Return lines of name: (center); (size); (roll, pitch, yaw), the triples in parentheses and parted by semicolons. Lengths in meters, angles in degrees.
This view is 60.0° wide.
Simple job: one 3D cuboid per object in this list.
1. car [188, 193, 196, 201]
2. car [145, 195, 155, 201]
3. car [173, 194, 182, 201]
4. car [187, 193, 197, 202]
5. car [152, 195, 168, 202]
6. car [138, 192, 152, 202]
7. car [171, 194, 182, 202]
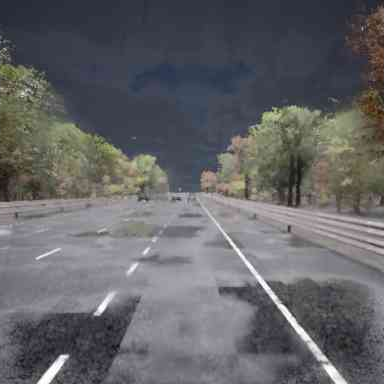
car: (0.001, 1.166, 83.286); (2.150, 2.045, 5.566); (0, 0, 0)
car: (-10.499, 1.464, 83.255); (1.812, 1.442, 4.674); (0, 0, 0)
car: (-3.499, 1.295, 83.225); (2.097, 1.767, 4.553); (0, 0, 0)
car: (0.001, 1.381, 72.827); (2.033, 1.411, 5.357); (0, 0, 0)
car: (-6.998, 1.341, 72.828); (1.837, 1.490, 4.892); (0, 0, 0)
car: (-10.499, 1.066, 72.858); (2.150, 2.045, 5.566); (0, 0, 0)
car: (-3.498, 1.319, 72.827); (1.882, 1.535, 5.008); (0, 0, 0)
